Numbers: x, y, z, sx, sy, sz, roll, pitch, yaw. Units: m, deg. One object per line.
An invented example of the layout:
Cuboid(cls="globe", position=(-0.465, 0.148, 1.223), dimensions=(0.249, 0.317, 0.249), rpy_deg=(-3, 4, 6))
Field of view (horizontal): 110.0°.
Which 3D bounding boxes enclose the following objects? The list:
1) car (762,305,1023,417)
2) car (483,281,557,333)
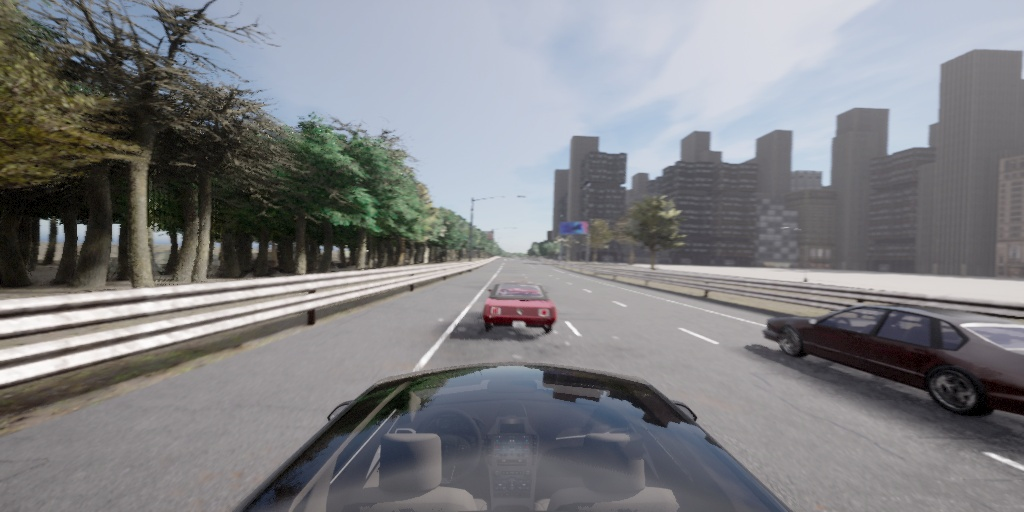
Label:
Cuboid(cls="car", position=(7.209, 1.611, 6.482), dimensions=(2.033, 1.411, 5.357), rpy_deg=(2, -1, 0))
Cuboid(cls="car", position=(0.175, 1.442, 11.175), dimensions=(1.895, 1.301, 4.718), rpy_deg=(2, 0, 0))
